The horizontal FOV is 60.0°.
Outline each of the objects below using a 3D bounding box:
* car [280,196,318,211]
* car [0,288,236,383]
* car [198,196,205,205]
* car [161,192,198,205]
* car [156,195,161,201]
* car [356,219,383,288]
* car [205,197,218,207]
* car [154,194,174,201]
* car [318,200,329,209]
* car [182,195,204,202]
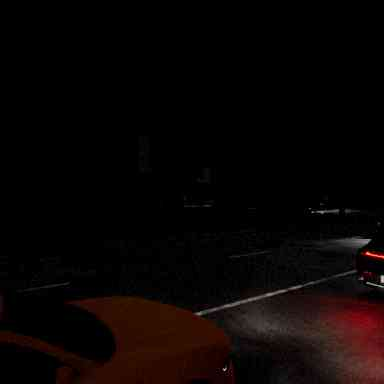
[{"bbox_3d":[10.658,1.333,36.767,2.033,1.411,5.357,-1,0,-39],"label":"car"},{"bbox_3d":[-1.879,1.478,2.388,5.008,1.535,1.882,0,0,-36],"label":"car"},{"bbox_3d":[1.380,1.366,53.875,1.895,1.301,4.718,-1,0,-39],"label":"car"},{"bbox_3d":[-2.046,1.017,52.546,2.150,2.045,5.566,-1,0,-39],"label":"car"},{"bbox_3d":[-8.780,1.339,72.278,1.895,1.301,4.718,-1,0,-38],"label":"car"},{"bbox_3d":[5.825,1.468,7.922,4.892,1.490,1.837,0,0,-36],"label":"car"},{"bbox_3d":[4.508,1.268,44.401,1.882,1.535,5.008,-1,0,-39],"label":"car"},{"bbox_3d":[-6.278,1.238,74.749,2.128,1.511,4.902,-1,0,-38],"label":"car"},{"bbox_3d":[13.472,1.260,38.854,1.837,1.490,4.892,-1,0,-39],"label":"car"},{"bbox_3d":[0.073,1.308,66.972,1.895,1.301,4.718,-1,0,-39],"label":"car"}]
